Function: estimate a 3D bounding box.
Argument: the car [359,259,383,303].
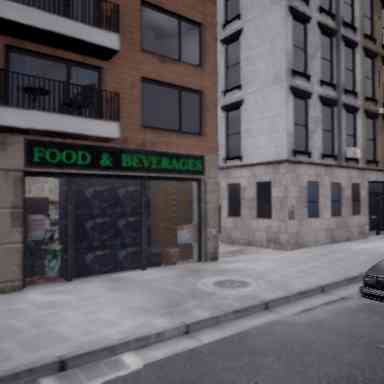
[{"bbox_3d":[5.995,1.679,7.646,5.357,1.411,2.033,1,-2,-37],"label":"car"}]
